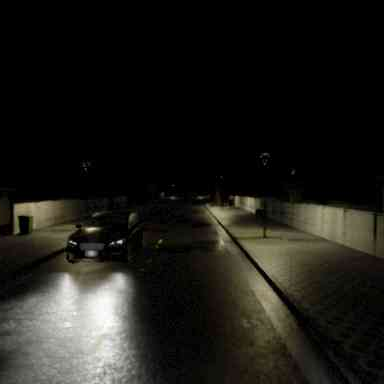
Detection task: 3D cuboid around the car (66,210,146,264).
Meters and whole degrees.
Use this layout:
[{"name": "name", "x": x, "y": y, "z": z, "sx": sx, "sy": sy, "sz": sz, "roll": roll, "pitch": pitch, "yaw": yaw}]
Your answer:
[{"name": "car", "x": -2.773, "y": 1.431, "z": 11.635, "sx": 2.128, "sy": 1.511, "sz": 4.902, "roll": 0, "pitch": 0, "yaw": 0}]
